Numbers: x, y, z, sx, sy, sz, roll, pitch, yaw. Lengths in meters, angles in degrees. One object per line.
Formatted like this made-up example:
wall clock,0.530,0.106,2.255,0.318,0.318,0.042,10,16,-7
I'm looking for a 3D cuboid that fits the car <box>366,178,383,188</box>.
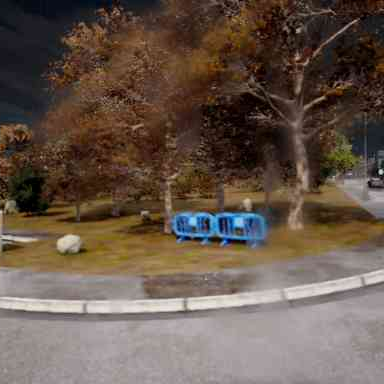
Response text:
car,26.950,-1.339,49.184,2.128,1.511,4.902,0,3,21
